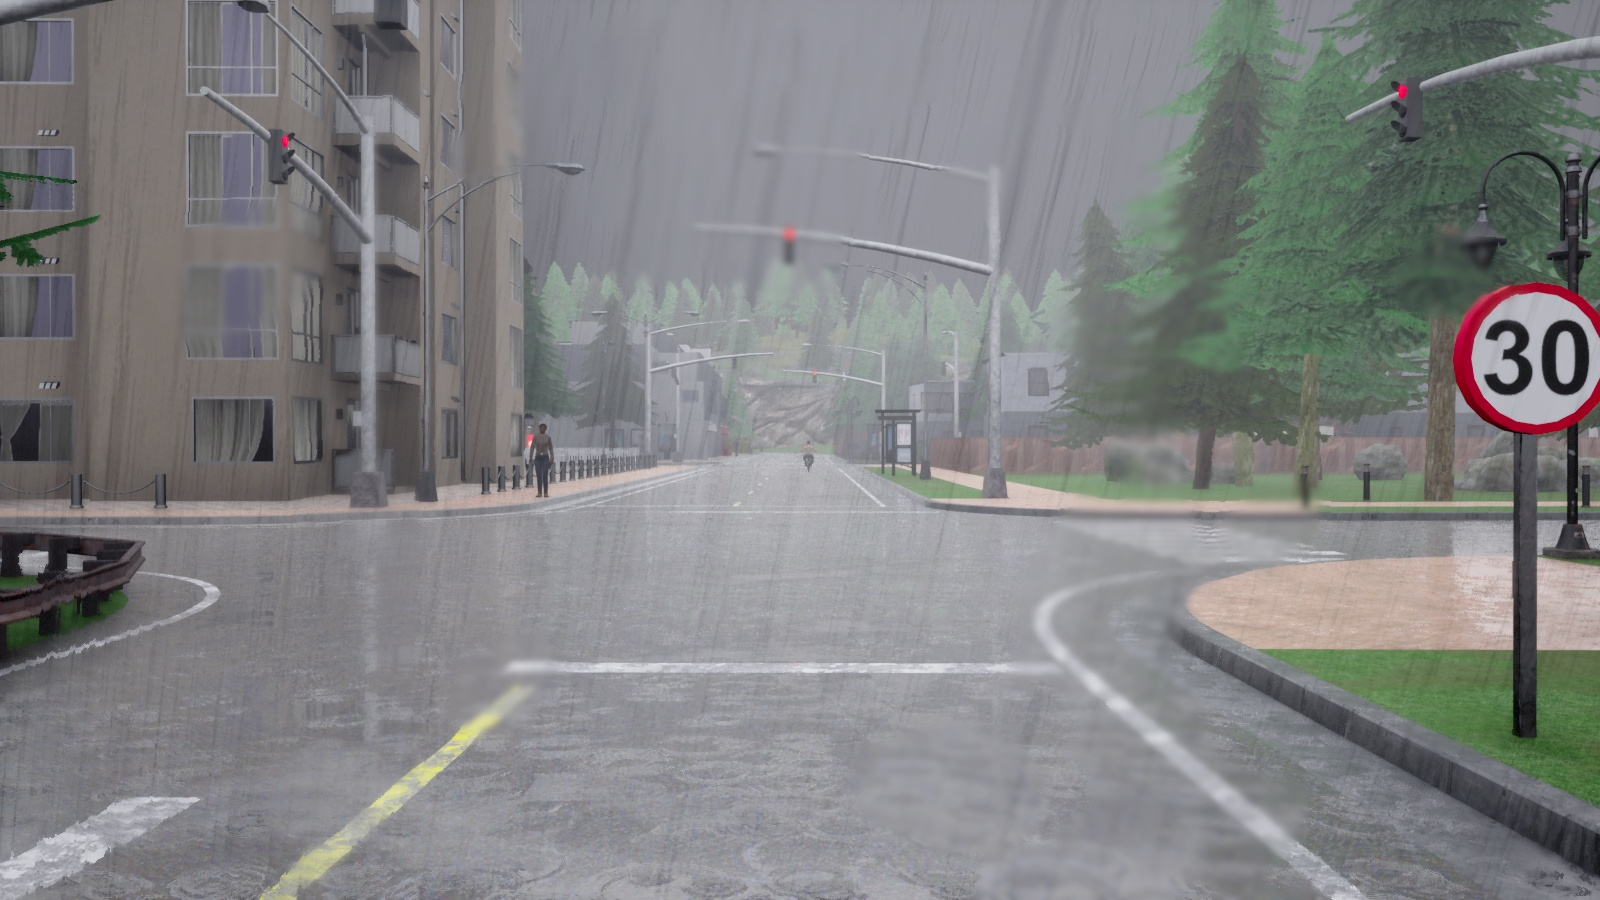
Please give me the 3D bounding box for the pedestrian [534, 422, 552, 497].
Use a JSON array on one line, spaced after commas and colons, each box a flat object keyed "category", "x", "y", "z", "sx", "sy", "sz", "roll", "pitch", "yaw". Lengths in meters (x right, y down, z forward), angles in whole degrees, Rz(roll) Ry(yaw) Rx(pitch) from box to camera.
[{"category": "pedestrian", "x": -6.340, "y": 0.227, "z": 30.944, "sx": 0.328, "sy": 1.805, "sz": 0.869, "roll": 0, "pitch": 0, "yaw": -5}]
